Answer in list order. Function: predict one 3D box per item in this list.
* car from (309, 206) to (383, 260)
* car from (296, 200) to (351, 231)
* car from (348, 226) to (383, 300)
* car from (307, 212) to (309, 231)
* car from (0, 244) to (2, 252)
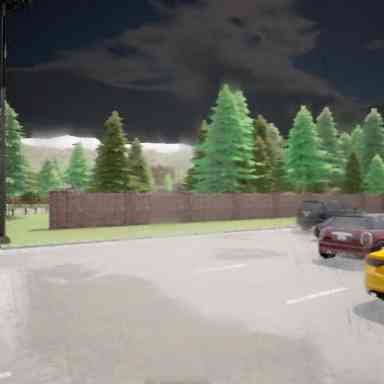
[{"bbox_3d":[6.706,1.535,12.092,4.553,1.767,2.097,0,-1,-33],"label":"car"},{"bbox_3d":[9.387,1.560,22.170,5.566,2.045,2.150,0,-1,-33],"label":"car"},{"bbox_3d":[5.872,1.588,7.377,5.008,1.535,1.882,0,-1,-33],"label":"car"},{"bbox_3d":[8.290,1.827,17.283,4.181,1.385,1.994,0,-1,-33],"label":"car"},{"bbox_3d":[-8.693,1.788,10.448,4.718,1.301,1.895,0,-1,-33],"label":"car"}]
